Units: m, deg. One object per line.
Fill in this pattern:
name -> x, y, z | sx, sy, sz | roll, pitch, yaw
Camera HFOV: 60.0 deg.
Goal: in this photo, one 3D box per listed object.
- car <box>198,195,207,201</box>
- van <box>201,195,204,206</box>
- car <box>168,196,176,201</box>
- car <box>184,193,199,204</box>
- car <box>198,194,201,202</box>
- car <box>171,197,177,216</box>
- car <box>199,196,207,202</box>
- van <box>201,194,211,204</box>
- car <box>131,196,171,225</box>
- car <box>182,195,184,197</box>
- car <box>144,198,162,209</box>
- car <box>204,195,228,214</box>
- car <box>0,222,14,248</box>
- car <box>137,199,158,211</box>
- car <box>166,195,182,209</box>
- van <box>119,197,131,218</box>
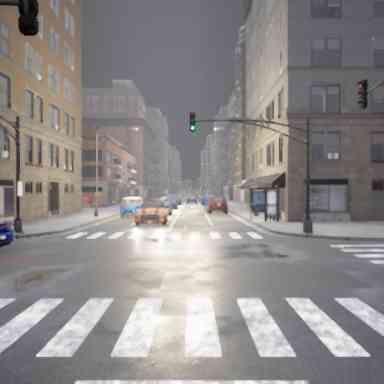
car -> 2.661, 1.486, 84.268 | 1.967, 1.590, 4.097 | 0, 0, 0
van -> 2.690, 1.371, 51.831 | 1.690, 1.788, 3.998 | 0, 0, 0
car -> -5.391, 1.630, 89.673 | 1.802, 1.307, 4.206 | 0, 0, 0
car -> 0.001, 1.388, 64.947 | 2.097, 1.767, 4.553 | 0, 0, 0
car -> 2.686, 1.348, 57.238 | 2.192, 1.841, 5.009 | 0, 0, 0
car -> -2.826, 1.567, 33.448 | 2.033, 1.411, 5.357 | 0, 0, -2
car -> 2.666, 1.569, 79.032 | 1.752, 1.417, 4.829 | 0, 0, 0
van -> 2.681, 1.376, 62.644 | 1.690, 1.788, 3.998 | 0, 0, 0
car -> -2.800, 1.367, 23.818 | 2.097, 1.767, 4.553 | 0, 0, -2
car -> -2.756, 1.634, 57.534 | 1.895, 1.301, 4.718 | 0, 0, 0
car -> -5.403, 1.572, 46.423 | 1.887, 1.381, 4.507 | 0, 0, 0
car -> 2.705, 1.336, 35.612 | 2.192, 1.841, 5.009 | 0, 0, 0
car -> -9.320, 1.516, 12.575 | 5.008, 1.535, 1.882 | 0, -1, 10
car -> -5.404, 1.590, 41.017 | 1.947, 1.339, 4.313 | 0, 0, 0
car -> -2.788, 1.503, 43.779 | 1.882, 1.535, 5.008 | 0, 0, 1
van -> -5.408, 1.359, 30.205 | 1.690, 1.788, 3.998 | 0, 0, 0
